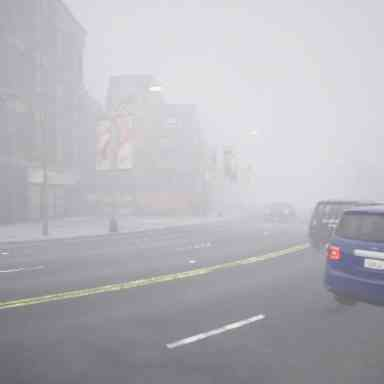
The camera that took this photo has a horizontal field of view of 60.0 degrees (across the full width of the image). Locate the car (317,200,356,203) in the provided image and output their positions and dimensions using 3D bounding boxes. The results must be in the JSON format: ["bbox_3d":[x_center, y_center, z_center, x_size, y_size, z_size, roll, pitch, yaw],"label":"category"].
[{"bbox_3d":[6.885,1.338,14.284,2.150,2.045,5.566,0,0,40],"label":"car"}]

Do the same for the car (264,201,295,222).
[{"bbox_3d":[7.675,1.614,28.914,2.097,1.767,4.553,0,-1,23],"label":"car"}]

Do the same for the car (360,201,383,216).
[{"bbox_3d":[20.764,1.820,37.573,1.812,1.442,4.674,0,0,9],"label":"car"}]

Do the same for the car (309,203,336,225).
[{"bbox_3d":[10.880,1.733,27.504,1.882,1.535,5.008,0,-1,23],"label":"car"}]

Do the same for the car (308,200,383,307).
[{"bbox_3d":[4.970,1.278,7.225,5.566,2.045,2.150,0,0,-42],"label":"car"}]

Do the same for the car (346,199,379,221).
[{"bbox_3d":[15.704,1.599,30.911,2.097,1.767,4.553,0,-1,19],"label":"car"}]
